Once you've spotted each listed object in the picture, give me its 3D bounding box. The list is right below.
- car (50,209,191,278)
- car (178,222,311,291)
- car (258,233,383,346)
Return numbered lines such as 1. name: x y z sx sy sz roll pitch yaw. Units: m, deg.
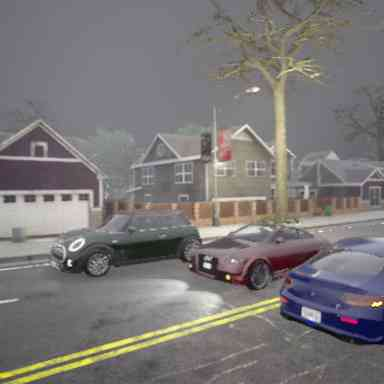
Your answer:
1. car: -1.897 1.360 10.317 4.553 1.767 2.097 0 0 -36
2. car: 1.989 1.572 9.097 4.181 1.385 1.994 0 0 -36
3. car: 3.527 1.534 5.955 4.674 1.442 1.812 0 0 -36
